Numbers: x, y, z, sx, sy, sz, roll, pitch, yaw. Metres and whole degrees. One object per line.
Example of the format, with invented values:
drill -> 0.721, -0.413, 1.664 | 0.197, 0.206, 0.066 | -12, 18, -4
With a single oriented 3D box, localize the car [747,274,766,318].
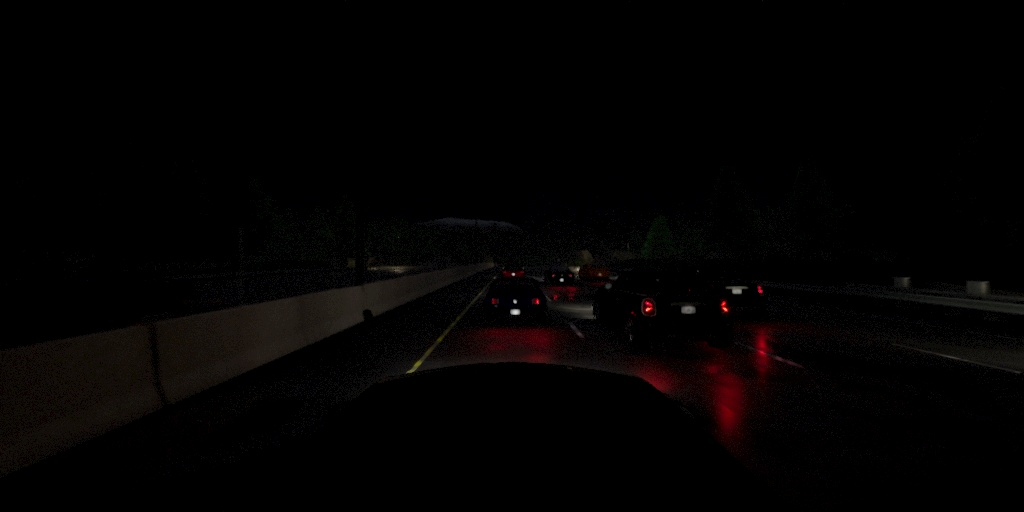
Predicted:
car -> 7.104, 1.149, 13.444 | 2.097, 1.767, 4.553 | 0, 0, 0

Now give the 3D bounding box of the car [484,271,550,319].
car -> 0.104, 1.394, 12.920 | 1.895, 1.301, 4.718 | 0, 0, 0

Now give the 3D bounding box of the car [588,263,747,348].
car -> 3.603, 1.131, 9.445 | 2.097, 1.767, 4.553 | 0, 0, 0

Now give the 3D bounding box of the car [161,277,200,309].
car -> -14.072, 1.338, 12.670 | 2.033, 1.411, 5.357 | 0, 0, 0

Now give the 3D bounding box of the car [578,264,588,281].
car -> 7.113, 1.361, 31.492 | 1.882, 1.535, 5.008 | 0, 0, 0

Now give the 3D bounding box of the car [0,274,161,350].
car -> -10.589, 1.271, 7.345 | 1.837, 1.490, 4.892 | 0, 0, 0

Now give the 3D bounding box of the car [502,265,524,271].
car -> 0.113, 1.441, 30.531 | 1.994, 1.385, 4.181 | 0, 0, 0

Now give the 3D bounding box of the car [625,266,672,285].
car -> 10.611, 1.469, 28.232 | 1.895, 1.301, 4.718 | 0, 0, 0

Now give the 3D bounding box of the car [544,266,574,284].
car -> 3.612, 1.468, 28.248 | 1.895, 1.301, 4.718 | 0, 0, 0
